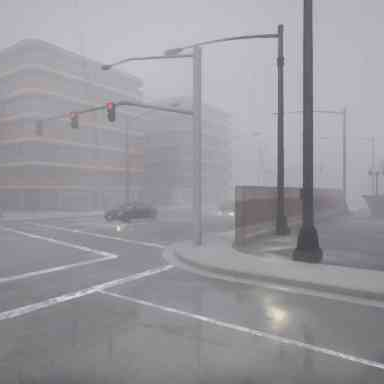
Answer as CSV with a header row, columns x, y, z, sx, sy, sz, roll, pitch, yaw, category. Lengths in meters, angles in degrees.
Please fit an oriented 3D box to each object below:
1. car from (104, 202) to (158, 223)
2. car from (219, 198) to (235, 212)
x,y,z,sx,sy,sz,roll,pitch,yaw,category
-4.561,1.525,25.628,1.812,1.442,4.674,0,0,35,car
4.972,1.506,39.457,1.837,1.490,4.892,0,0,34,car
